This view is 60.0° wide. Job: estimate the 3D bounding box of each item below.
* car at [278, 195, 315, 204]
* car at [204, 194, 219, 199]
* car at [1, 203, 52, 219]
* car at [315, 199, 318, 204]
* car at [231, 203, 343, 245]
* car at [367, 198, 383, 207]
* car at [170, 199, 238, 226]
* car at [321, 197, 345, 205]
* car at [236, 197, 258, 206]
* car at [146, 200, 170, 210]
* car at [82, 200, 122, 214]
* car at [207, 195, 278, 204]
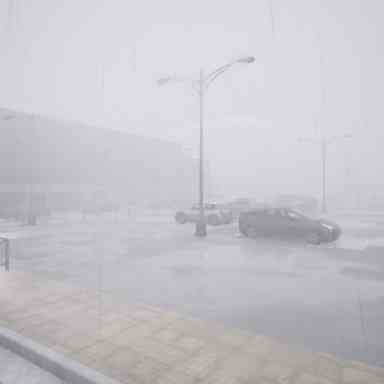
[{"bbox_3d":[11.577,1.269,38.302,3.866,1.878,1.905,0,0,35],"label":"car"},{"bbox_3d":[3.921,1.398,51.818,2.150,2.045,5.566,0,0,35],"label":"car"},{"bbox_3d":[-15.346,1.740,30.977,1.994,1.385,4.181,0,0,35],"label":"car"},{"bbox_3d":[12.916,1.289,40.913,4.605,1.855,1.932,0,0,35],"label":"car"},{"bbox_3d":[4.403,1.490,15.364,4.514,1.523,2.007,0,0,35],"label":"car"},{"bbox_3d":[28.091,1.576,49.298,3.806,1.475,1.970,0,0,35],"label":"car"},{"bbox_3d":[0.758,1.424,22.422,3.806,1.475,1.970,0,0,35],"label":"car"},{"bbox_3d":[23.748,1.565,56.014,3.633,1.501,1.845,0,0,35],"label":"car"},{"bbox_3d":[10.053,1.668,60.520,2.128,1.511,4.902,0,0,35],"label":"car"},{"bbox_3d":[-4.487,1.740,46.313,1.994,1.385,4.181,0,0,36],"label":"car"},{"bbox_3d":[-10.269,1.681,38.161,1.837,1.490,4.892,0,0,35],"label":"car"},{"bbox_3d":[4.196,1.345,27.851,5.027,1.636,2.152,0,0,35],"label":"car"}]
